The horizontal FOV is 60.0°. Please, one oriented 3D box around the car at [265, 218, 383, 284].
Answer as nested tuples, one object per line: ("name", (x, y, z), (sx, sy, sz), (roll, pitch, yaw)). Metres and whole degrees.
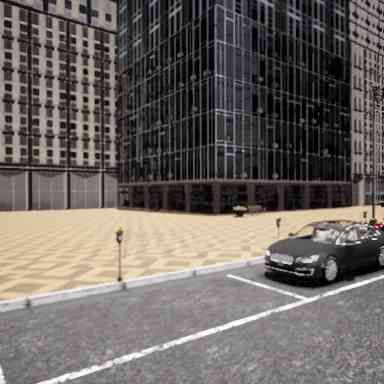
("car", (3.932, 1.500, 9.364), (4.403, 1.369, 2.008), (0, 0, -35))
